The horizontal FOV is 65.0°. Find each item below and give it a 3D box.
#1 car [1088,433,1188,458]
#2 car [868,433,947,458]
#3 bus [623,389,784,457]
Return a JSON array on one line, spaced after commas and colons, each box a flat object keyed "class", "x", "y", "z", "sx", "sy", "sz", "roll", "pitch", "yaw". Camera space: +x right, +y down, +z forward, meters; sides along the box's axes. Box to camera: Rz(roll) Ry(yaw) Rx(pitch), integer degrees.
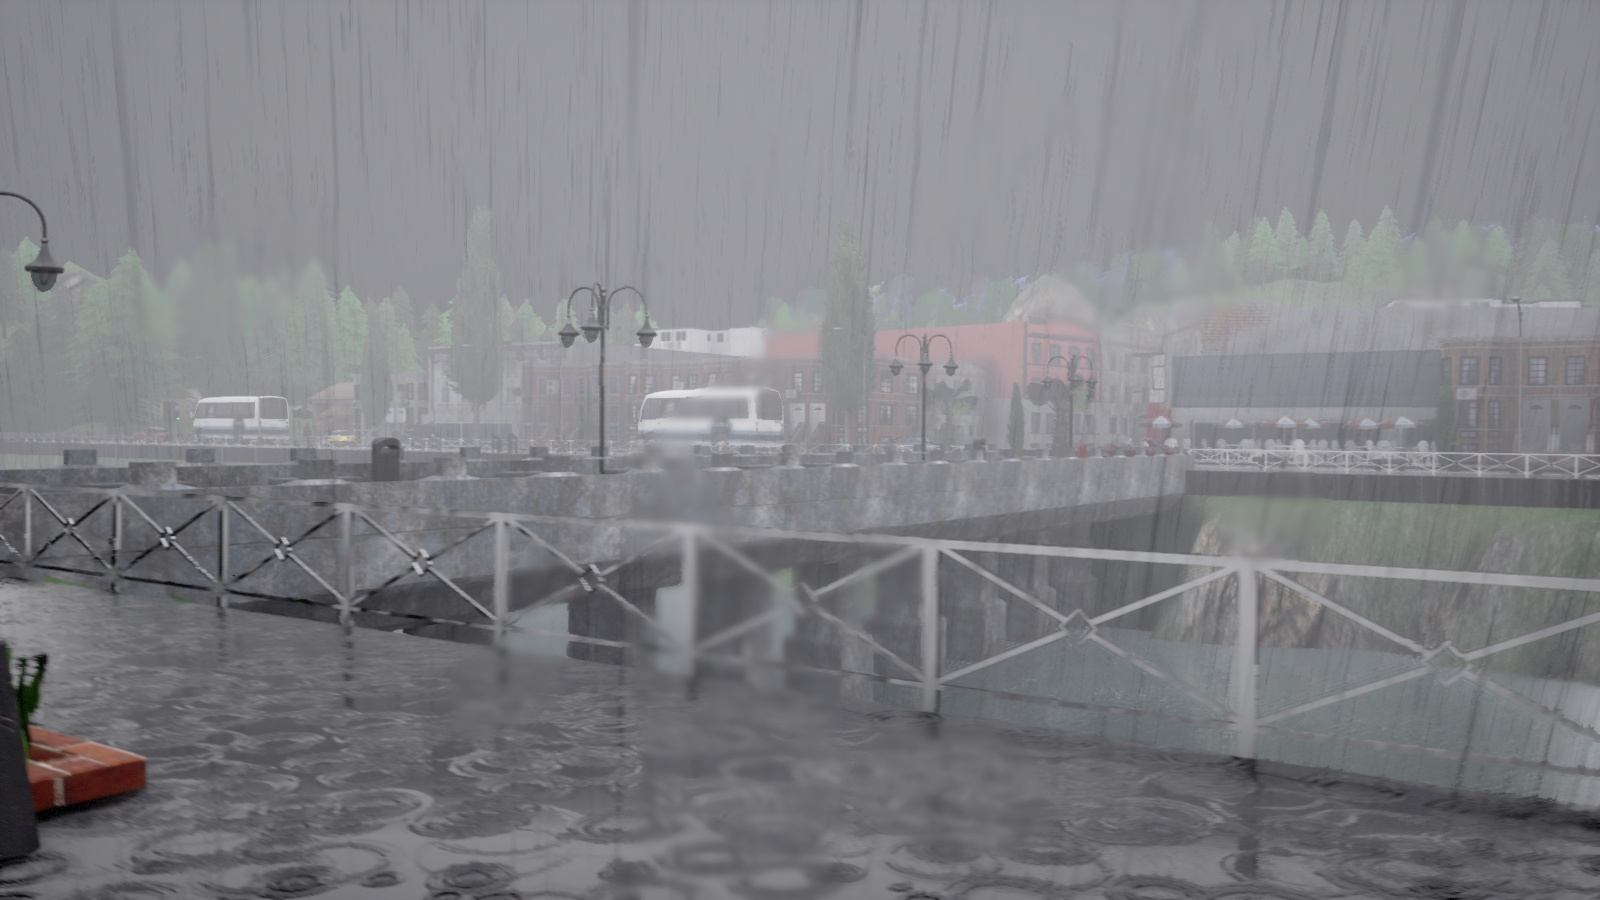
[{"class": "car", "x": 17.848, "y": -0.236, "z": 66.410, "sx": 4.718, "sy": 1.301, "sz": 1.895, "roll": 0, "pitch": 1, "yaw": 34}, {"class": "car", "x": 6.341, "y": -0.273, "z": 74.050, "sx": 4.181, "sy": 1.385, "sz": 1.994, "roll": 0, "pitch": 1, "yaw": 34}, {"class": "bus", "x": -6.432, "y": -1.713, "z": 82.505, "sx": 10.273, "sy": 4.253, "sz": 3.944, "roll": 0, "pitch": 1, "yaw": 34}]
